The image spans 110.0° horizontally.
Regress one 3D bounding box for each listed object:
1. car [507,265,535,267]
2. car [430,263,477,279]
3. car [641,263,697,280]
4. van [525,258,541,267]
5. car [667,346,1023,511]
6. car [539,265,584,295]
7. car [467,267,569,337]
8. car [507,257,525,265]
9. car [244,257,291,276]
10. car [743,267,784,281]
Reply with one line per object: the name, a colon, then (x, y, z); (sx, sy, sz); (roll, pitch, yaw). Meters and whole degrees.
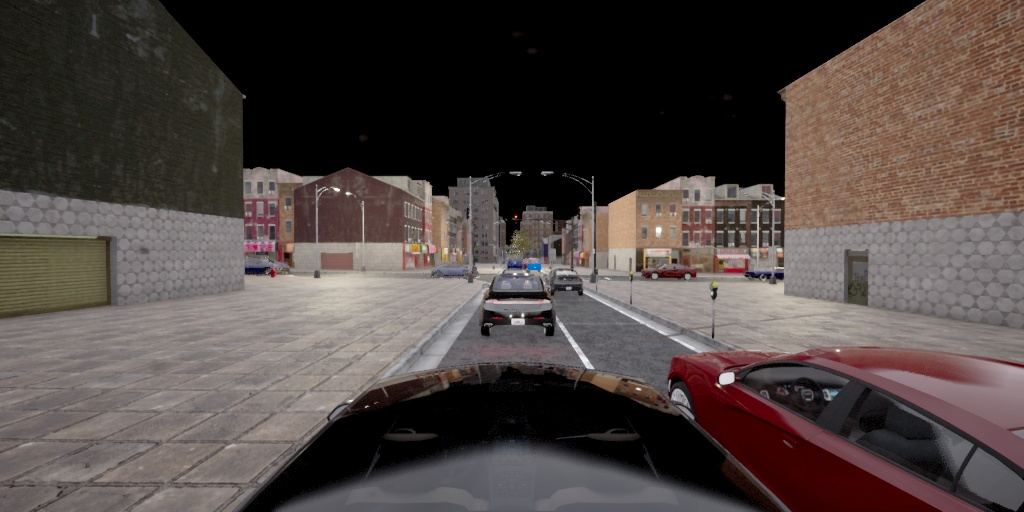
car: (0.219, 1.369, 20.396); (1.895, 1.301, 4.718); (0, 0, 1)
car: (-5.143, 1.315, 32.059); (4.181, 1.385, 1.994); (1, 1, -10)
car: (14.863, 1.462, 34.152); (5.008, 1.535, 1.882); (1, 1, 0)
van: (2.861, 1.210, 46.217); (1.690, 1.789, 3.998); (0, 0, 0)
car: (2.637, 1.294, 2.387); (1.888, 1.381, 4.507); (0, 0, 0)
car: (2.723, 1.316, 19.263); (2.007, 1.370, 4.403); (0, 0, 0)
car: (0.142, 1.243, 10.353); (2.128, 1.511, 4.902); (0, 0, 0)
car: (0.388, 1.141, 54.468); (2.150, 2.045, 5.566); (0, 0, 0)
car: (-22.035, 0.885, 31.453); (4.553, 1.767, 2.097); (1, 1, 0)
car: (24.823, 1.716, 34.087); (4.718, 1.301, 1.895); (1, 1, 0)
